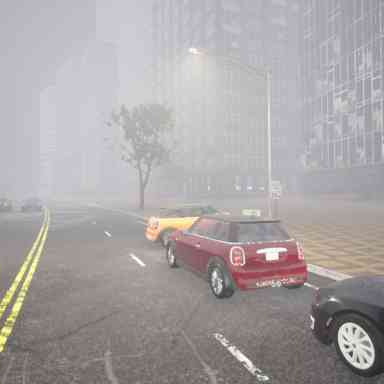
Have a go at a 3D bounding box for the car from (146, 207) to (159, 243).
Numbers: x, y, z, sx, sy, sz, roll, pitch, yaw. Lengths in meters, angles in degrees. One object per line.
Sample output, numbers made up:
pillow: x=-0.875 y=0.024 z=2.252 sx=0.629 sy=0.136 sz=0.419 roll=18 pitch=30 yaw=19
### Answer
car: x=0.336 y=1.277 z=14.487 sx=4.553 sy=1.767 sz=2.097 roll=-3 pitch=1 yaw=-18

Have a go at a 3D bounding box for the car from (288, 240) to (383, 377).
car: x=3.607 y=1.505 z=3.406 sx=1.837 sy=1.490 sz=4.892 roll=0 pitch=0 yaw=-36

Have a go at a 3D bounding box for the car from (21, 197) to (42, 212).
car: x=-18.918 y=1.393 z=39.371 sx=2.097 sy=1.767 sz=4.553 roll=0 pitch=0 yaw=-24

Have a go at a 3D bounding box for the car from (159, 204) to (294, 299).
car: x=0.860 y=1.355 z=8.871 sx=2.097 sy=1.767 sz=4.553 roll=0 pitch=0 yaw=-22

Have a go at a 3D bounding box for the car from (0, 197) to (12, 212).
car: x=-21.884 y=1.391 z=38.042 sx=2.097 sy=1.767 sz=4.553 roll=0 pitch=0 yaw=-24
